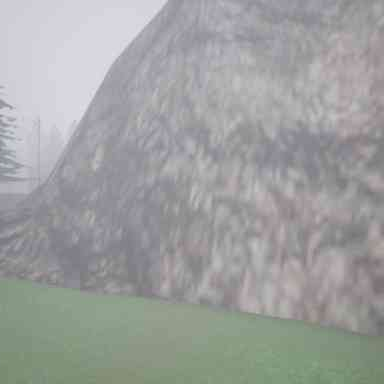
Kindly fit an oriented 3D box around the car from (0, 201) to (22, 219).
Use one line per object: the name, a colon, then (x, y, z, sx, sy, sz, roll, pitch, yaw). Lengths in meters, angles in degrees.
car: (-16.242, 1.491, 26.664, 2.128, 1.511, 4.902, 0, 0, 29)
